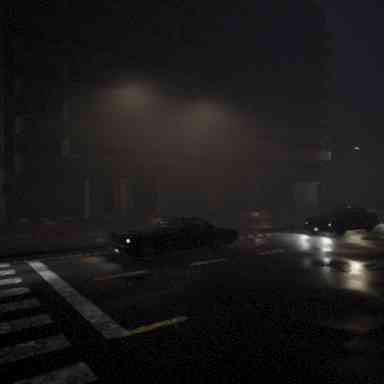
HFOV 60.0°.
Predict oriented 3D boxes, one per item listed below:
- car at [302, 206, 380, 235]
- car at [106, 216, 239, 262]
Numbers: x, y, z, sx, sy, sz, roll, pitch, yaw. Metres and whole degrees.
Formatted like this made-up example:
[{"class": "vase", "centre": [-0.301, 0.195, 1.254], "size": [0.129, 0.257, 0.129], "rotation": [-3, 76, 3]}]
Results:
[{"class": "car", "centre": [8.535, 1.526, 18.728], "size": [5.357, 1.411, 2.033], "rotation": [0, 0, -36]}, {"class": "car", "centre": [-0.635, 1.593, 12.125], "size": [4.718, 1.301, 1.895], "rotation": [0, 0, -35]}]
